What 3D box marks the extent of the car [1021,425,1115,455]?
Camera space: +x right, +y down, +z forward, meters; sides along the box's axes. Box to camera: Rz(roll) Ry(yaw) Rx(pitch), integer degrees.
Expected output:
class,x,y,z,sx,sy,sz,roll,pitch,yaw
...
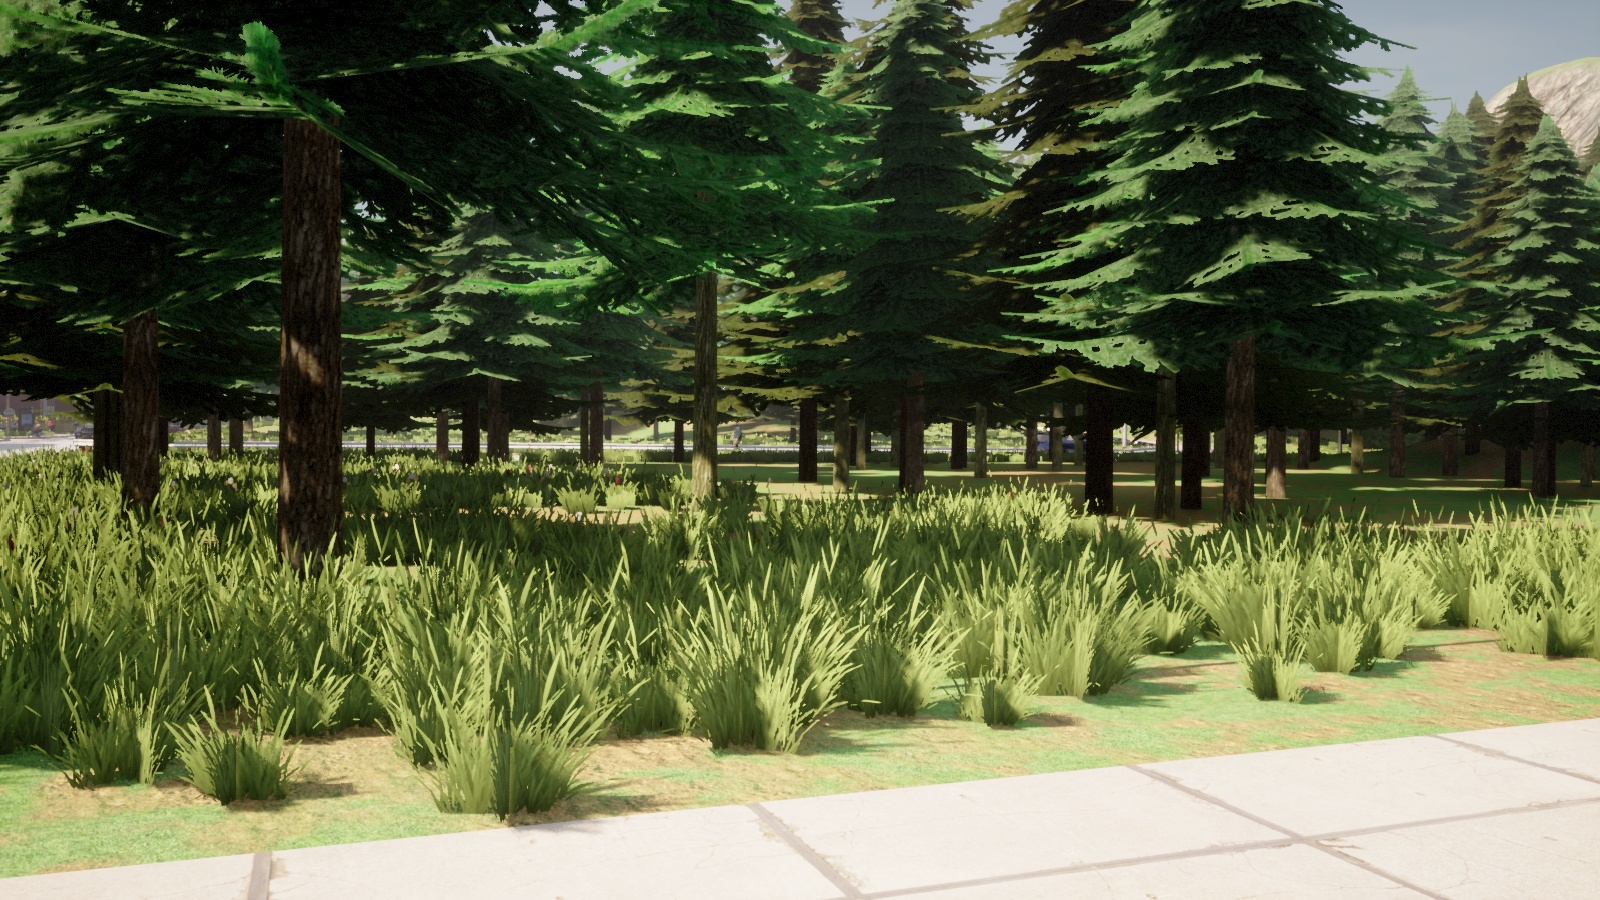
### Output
class,x,y,z,sx,sy,sz,roll,pitch,yaw
car,15.093,-0.577,70.702,4.856,1.649,2.033,-1,1,-22

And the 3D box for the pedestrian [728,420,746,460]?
class,x,y,z,sx,sy,sz,roll,pitch,yaw
pedestrian,-2.967,-0.457,58.856,0.726,1.842,0.402,-1,1,-22
